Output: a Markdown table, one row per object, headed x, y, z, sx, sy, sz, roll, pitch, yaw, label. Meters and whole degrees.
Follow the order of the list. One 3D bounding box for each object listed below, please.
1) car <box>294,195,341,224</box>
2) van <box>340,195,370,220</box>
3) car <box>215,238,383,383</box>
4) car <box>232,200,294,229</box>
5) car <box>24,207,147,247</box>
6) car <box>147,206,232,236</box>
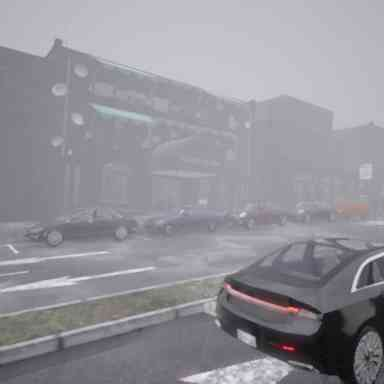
| x | y | z | sx | sy | sz | roll | pitch | yaw | label |
| --- | --- | --- | --- | --- | --- | --- | --- | --- | --- |
| 8.555 | 1.345 | 24.602 | 4.553 | 1.767 | 2.185 | 0 | 0 | -36 | car |
| 12.927 | 1.251 | 27.735 | 4.442 | 1.987 | 1.878 | 0 | 0 | -36 | van |
| 2.613 | 1.497 | 5.305 | 4.902 | 1.511 | 2.128 | 0 | 0 | -35 | car |
| 4.065 | 1.338 | 21.384 | 4.553 | 1.767 | 2.185 | 0 | 0 | -36 | car |
| -4.836 | 1.452 | 15.006 | 4.892 | 1.521 | 2.231 | 0 | 0 | -36 | car |
| -0.349 | 1.497 | 18.222 | 4.674 | 1.452 | 2.002 | 0 | 0 | -36 | car |
